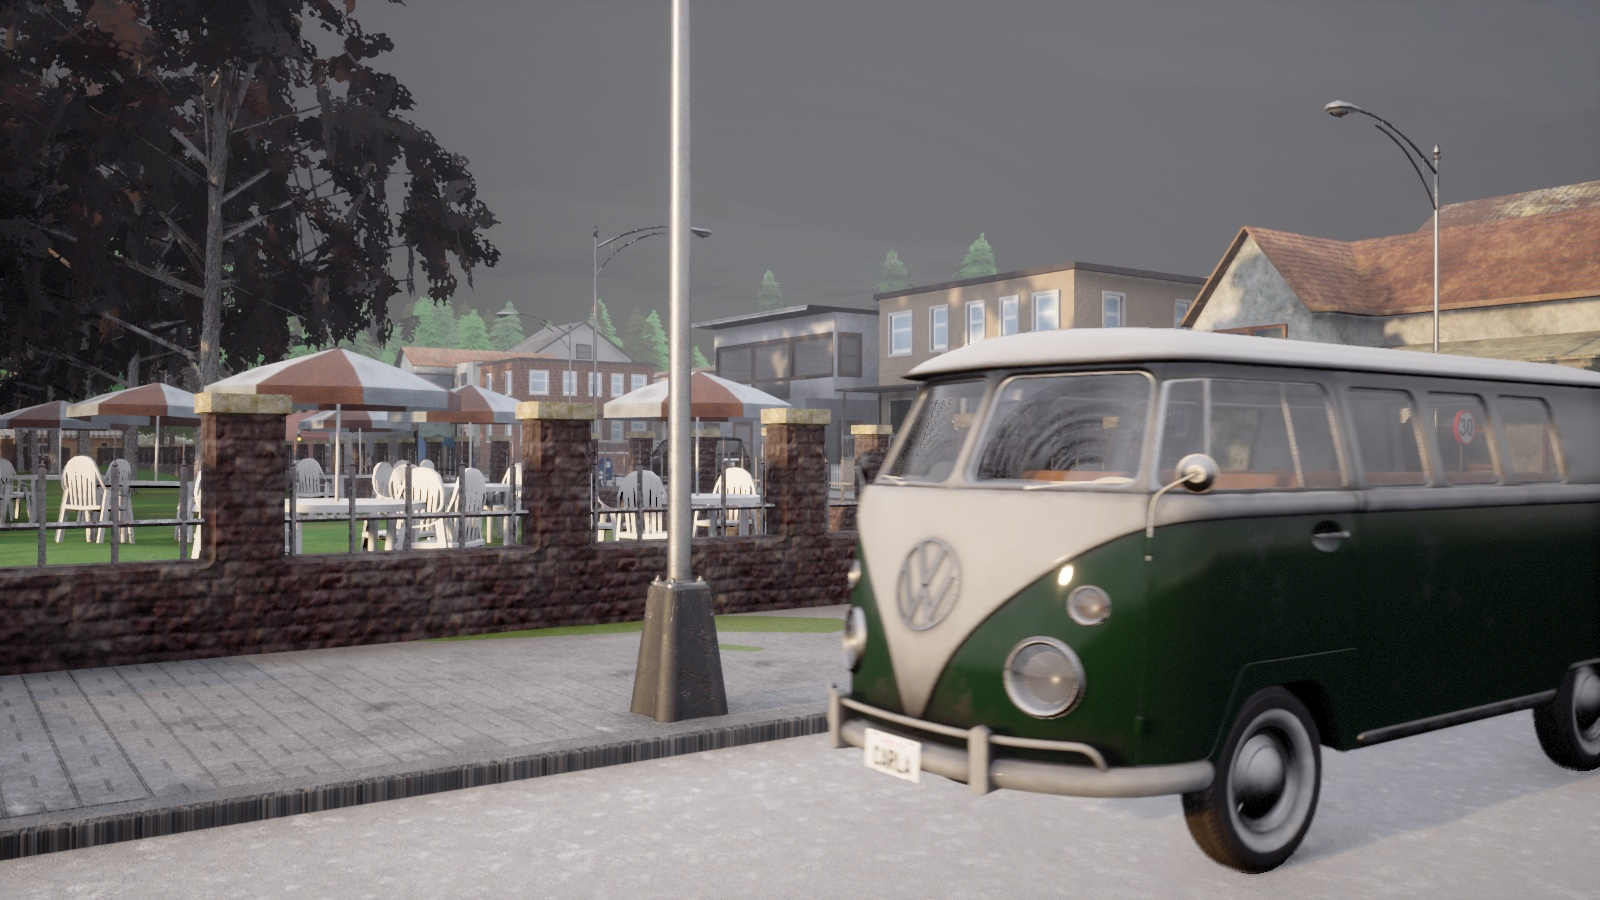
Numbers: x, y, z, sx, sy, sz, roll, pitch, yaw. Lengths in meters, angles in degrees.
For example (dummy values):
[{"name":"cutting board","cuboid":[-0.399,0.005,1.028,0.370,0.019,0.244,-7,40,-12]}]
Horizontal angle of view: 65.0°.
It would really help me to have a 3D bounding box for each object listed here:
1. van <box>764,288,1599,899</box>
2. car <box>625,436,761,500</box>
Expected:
[{"name":"van","cuboid":[2.178,0.507,5.786,4.442,1.987,1.775,0,0,-35]},{"name":"car","cuboid":[-3.768,0.577,43.111,2.150,2.045,5.566,0,0,-35]}]
